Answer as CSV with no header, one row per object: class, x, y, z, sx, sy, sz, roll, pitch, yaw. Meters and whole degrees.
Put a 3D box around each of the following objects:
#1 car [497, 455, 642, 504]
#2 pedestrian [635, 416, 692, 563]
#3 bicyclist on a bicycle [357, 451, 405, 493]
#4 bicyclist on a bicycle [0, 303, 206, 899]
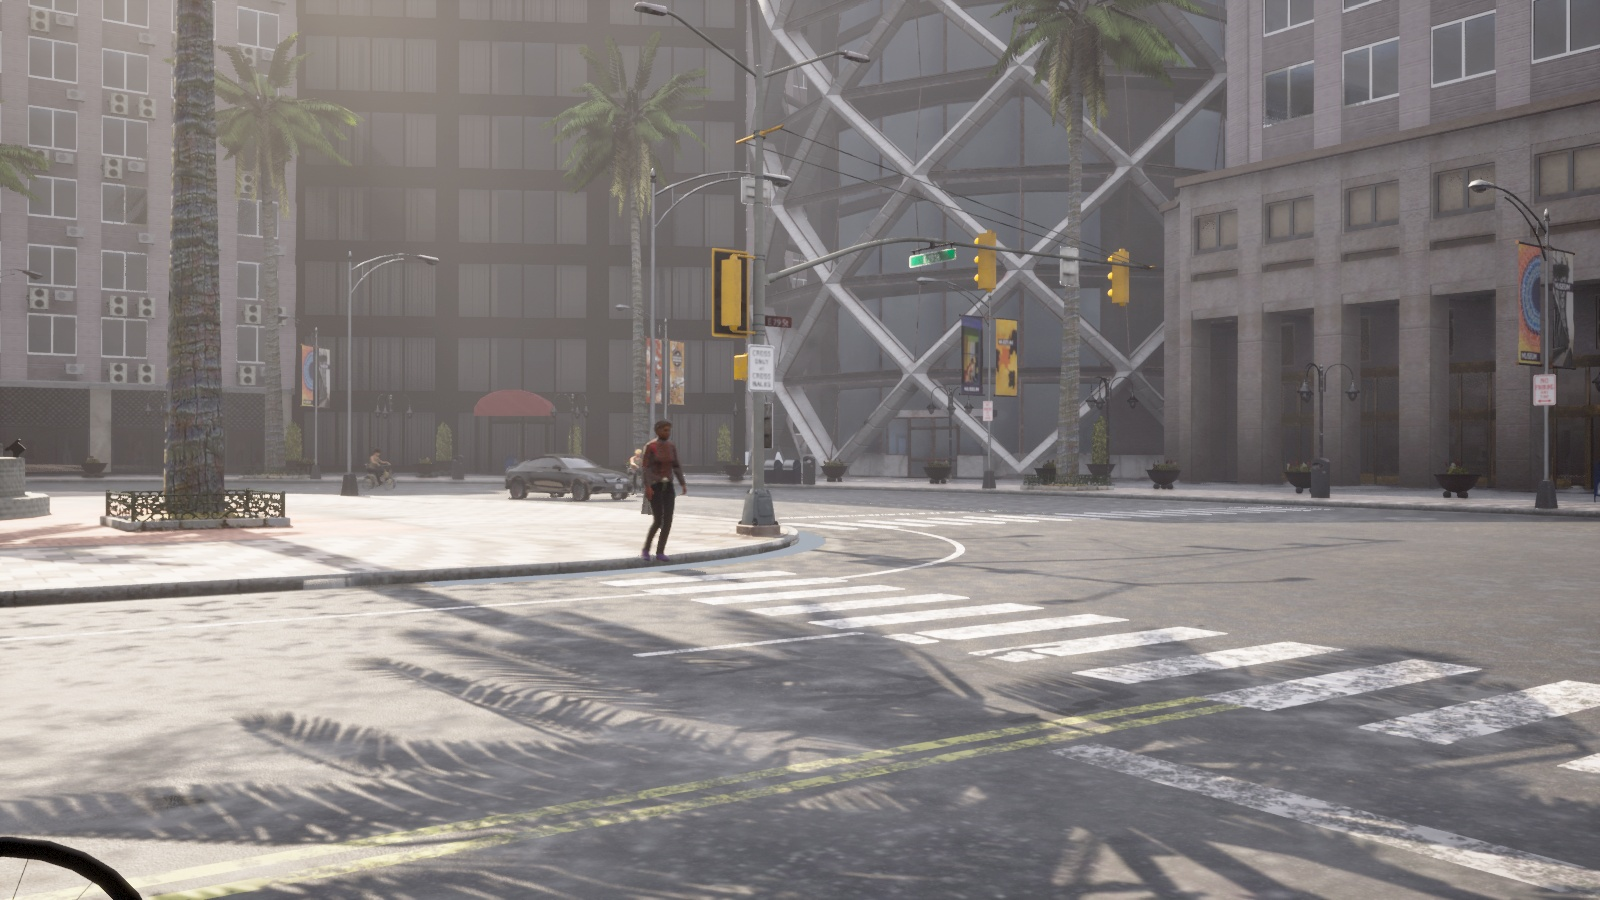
car,-7.289,0.883,39.493,4.674,1.442,1.812,0,0,37
pedestrian,-1.745,0.489,15.945,0.328,1.805,0.869,0,0,-36
bicyclist on a bicycle,-16.056,0.833,48.124,1.509,1.612,0.866,0,0,17
bicyclist on a bicycle,-2.110,0.625,2.206,1.843,1.776,0.659,0,0,-35
